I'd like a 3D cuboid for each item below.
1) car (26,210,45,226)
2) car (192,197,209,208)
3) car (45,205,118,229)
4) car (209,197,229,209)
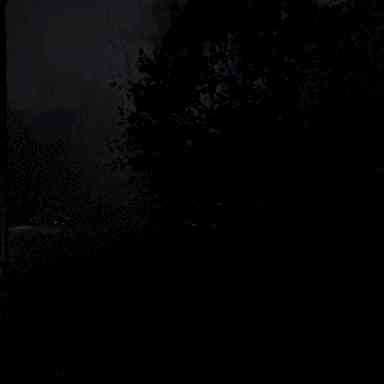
[{"bbox_3d":[-10.728,1.851,26.149,1.994,1.385,4.181,-1,0,38],"label":"car"},{"bbox_3d":[1.087,1.262,41.415,1.812,1.442,4.674,-1,2,38],"label":"car"},{"bbox_3d":[-7.721,1.737,24.318,1.837,1.490,4.892,-1,1,38],"label":"car"},{"bbox_3d":[4.583,1.139,40.211,1.837,1.490,4.892,-1,2,38],"label":"car"}]
